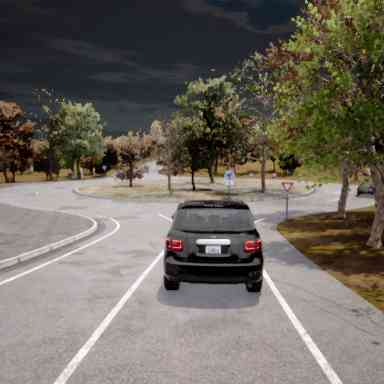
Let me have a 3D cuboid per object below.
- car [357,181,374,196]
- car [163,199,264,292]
[{"bbox_3d":[18.941,-0.441,35.759,2.128,1.511,4.902,4,7,31],"label":"car"},{"bbox_3d":[0.559,1.202,9.107,2.150,2.045,5.566,0,0,3],"label":"car"}]
